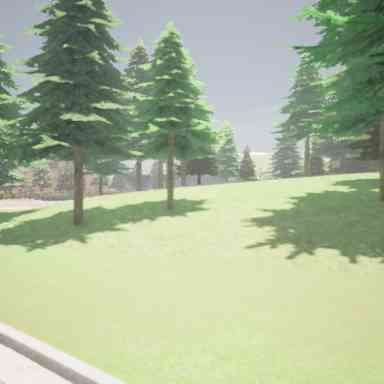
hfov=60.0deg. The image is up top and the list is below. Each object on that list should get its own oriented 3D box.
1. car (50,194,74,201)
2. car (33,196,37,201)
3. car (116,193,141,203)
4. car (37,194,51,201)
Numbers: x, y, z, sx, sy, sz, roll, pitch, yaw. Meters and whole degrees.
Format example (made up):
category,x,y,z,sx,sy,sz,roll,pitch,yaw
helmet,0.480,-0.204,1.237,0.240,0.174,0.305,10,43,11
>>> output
category,x,y,z,sx,sy,sz,roll,pitch,yaw
car,-24.855,1.187,65.391,1.994,1.385,4.181,0,0,35
car,-30.587,1.115,69.410,2.128,1.511,4.902,0,0,35
car,-13.282,1.029,67.962,2.097,1.767,4.553,0,0,35
car,-27.721,1.152,67.401,2.033,1.411,5.357,0,0,35
